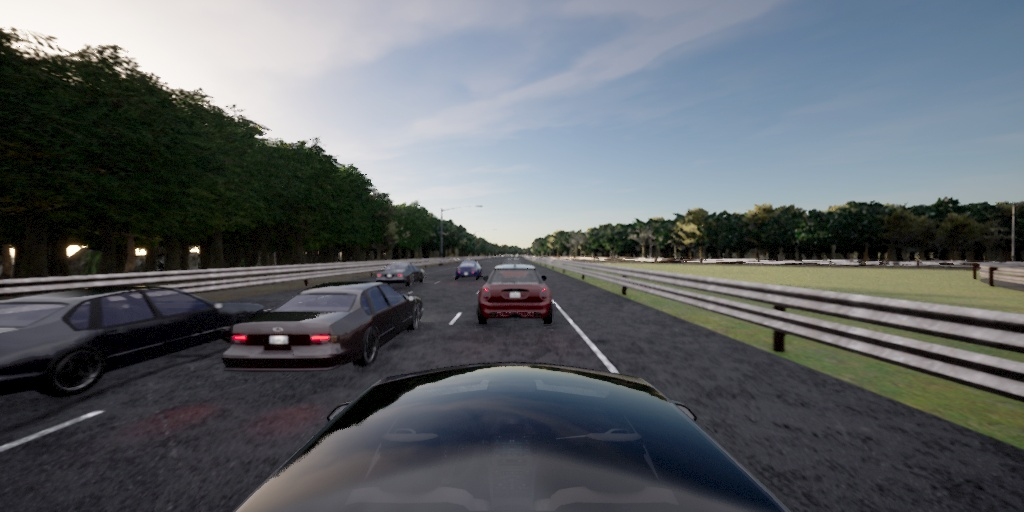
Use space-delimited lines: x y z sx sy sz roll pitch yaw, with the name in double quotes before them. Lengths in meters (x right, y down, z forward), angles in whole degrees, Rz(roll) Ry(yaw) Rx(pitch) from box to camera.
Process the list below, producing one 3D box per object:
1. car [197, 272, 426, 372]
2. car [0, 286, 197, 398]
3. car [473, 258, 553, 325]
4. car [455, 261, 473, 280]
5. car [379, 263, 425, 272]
"car" -3.417 1.262 7.776 2.033 1.411 5.357 0 0 0
"car" -6.928 1.242 6.325 2.033 1.411 5.357 0 0 0
"car" 0.088 1.043 11.704 2.097 1.767 4.553 0 0 0
"car" -3.414 1.122 28.955 1.812 1.442 4.674 0 0 0
"car" -6.929 1.150 22.800 2.033 1.411 5.357 0 0 0
